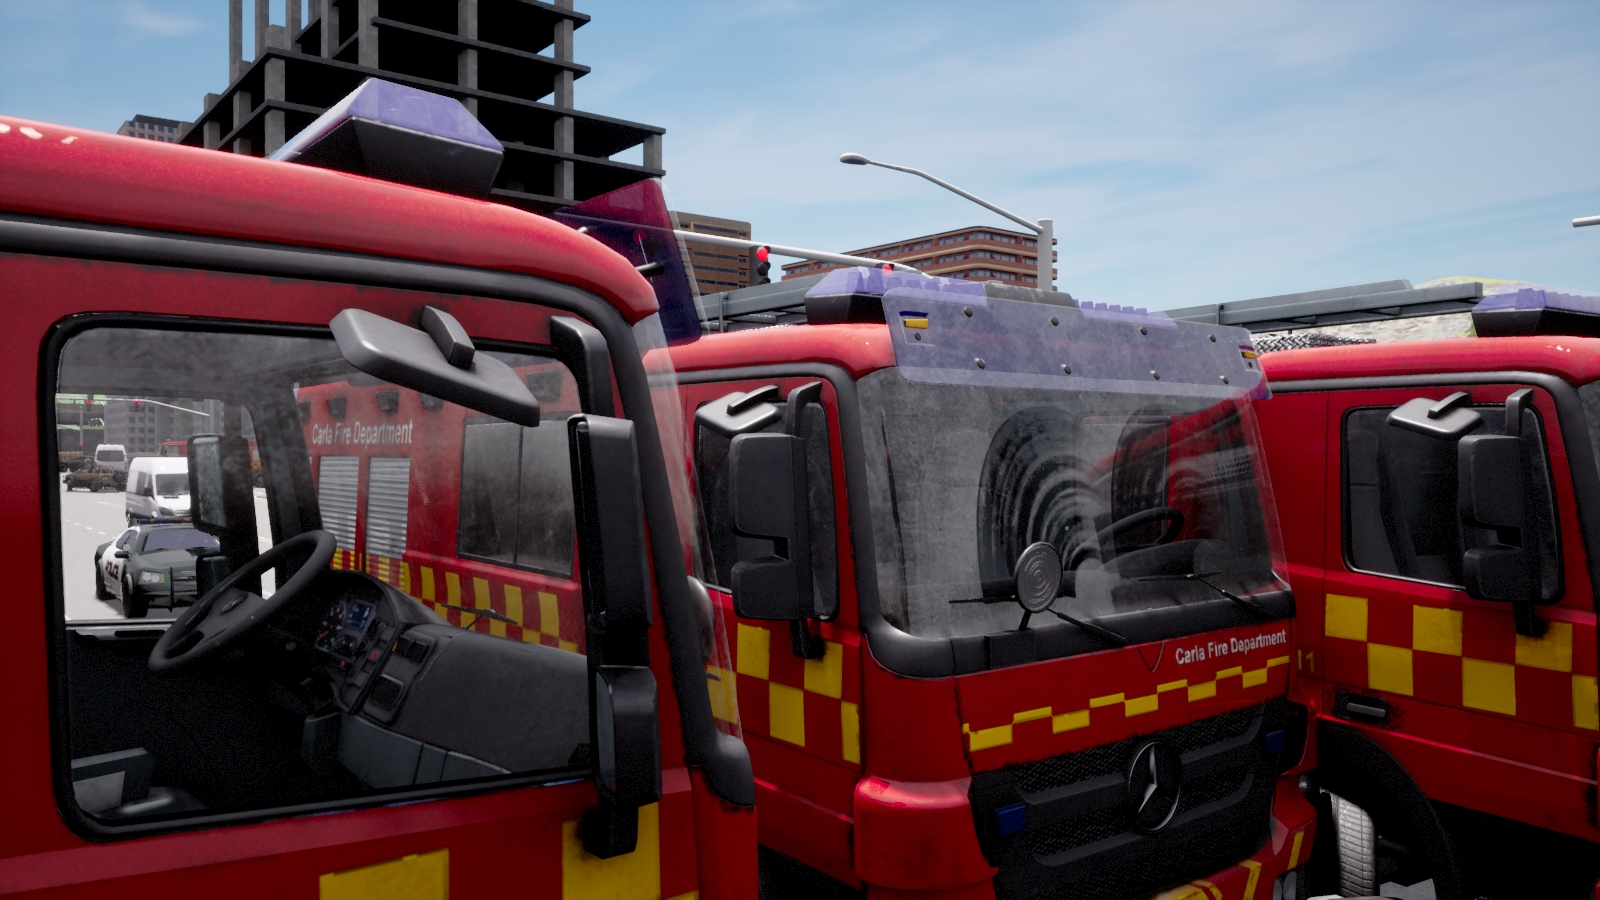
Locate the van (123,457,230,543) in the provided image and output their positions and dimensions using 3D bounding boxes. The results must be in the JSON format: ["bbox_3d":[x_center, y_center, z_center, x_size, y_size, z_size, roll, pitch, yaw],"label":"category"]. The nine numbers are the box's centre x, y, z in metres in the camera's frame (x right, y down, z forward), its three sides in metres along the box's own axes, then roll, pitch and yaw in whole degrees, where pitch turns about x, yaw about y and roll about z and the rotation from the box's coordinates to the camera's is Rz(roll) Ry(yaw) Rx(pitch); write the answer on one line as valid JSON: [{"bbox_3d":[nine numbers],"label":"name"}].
[{"bbox_3d":[-20.556,1.534,37.538,1.988,2.561,5.915,0,0,-40],"label":"van"}]

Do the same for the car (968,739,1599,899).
[{"bbox_3d":[2.437,2.065,3.109,1.970,1.475,3.806,0,0,-30],"label":"car"}]

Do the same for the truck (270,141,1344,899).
[{"bbox_3d":[-1.099,0.890,8.003,2.891,3.827,8.468,0,0,-38],"label":"truck"}]

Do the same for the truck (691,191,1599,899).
[{"bbox_3d":[2.348,0.890,8.605,2.891,3.827,8.468,0,0,-31],"label":"truck"}]

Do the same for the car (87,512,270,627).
[{"bbox_3d":[-11.386,2.037,20.746,2.038,1.542,4.974,0,0,-39],"label":"car"}]
